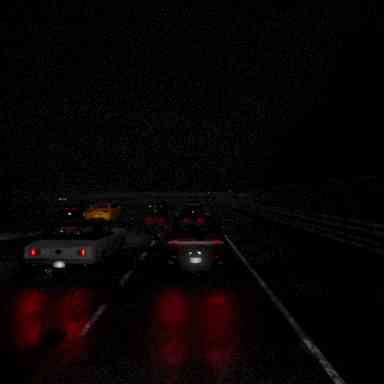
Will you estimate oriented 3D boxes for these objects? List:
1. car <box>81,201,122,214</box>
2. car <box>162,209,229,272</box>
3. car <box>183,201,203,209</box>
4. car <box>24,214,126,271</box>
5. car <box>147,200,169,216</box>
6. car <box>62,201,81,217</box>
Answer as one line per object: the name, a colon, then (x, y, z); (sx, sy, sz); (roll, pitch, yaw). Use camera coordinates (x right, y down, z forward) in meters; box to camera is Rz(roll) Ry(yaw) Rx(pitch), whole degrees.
car: (-6.904, 1.569, 26.473); (1.882, 1.535, 5.008); (0, 0, 0)
car: (0.098, 1.524, 10.850); (2.128, 1.511, 4.902); (0, 0, 0)
car: (0.097, 1.642, 33.095); (1.812, 1.442, 4.674); (0, 0, 0)
car: (-3.502, 1.634, 11.017); (1.895, 1.301, 4.718); (0, 0, 0)
car: (-3.506, 1.613, 34.454); (2.128, 1.511, 4.902); (0, 0, 0)
car: (-10.406, 1.612, 30.700); (1.837, 1.490, 4.892); (0, 0, 0)
